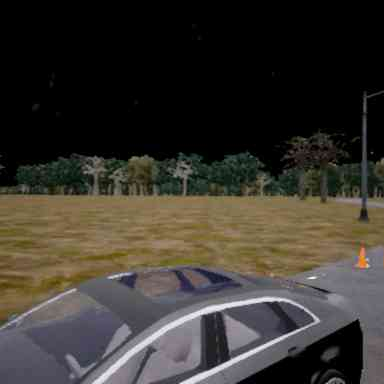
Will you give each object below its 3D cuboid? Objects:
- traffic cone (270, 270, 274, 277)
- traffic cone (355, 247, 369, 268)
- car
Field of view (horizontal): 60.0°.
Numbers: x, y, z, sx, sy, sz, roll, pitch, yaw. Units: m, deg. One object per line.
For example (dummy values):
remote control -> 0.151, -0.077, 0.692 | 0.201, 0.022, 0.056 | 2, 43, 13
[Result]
traffic cone -> 1.716, 1.988, 7.157 | 0.340, 0.580, 0.340 | 1, 0, -40
traffic cone -> 5.331, 2.026, 10.403 | 0.340, 0.580, 0.340 | 1, 0, -43
car -> -0.454, 1.495, 2.713 | 4.902, 1.511, 2.128 | 1, 0, -38
